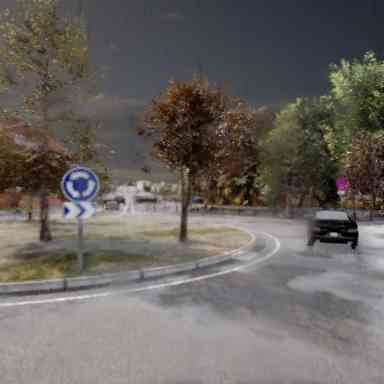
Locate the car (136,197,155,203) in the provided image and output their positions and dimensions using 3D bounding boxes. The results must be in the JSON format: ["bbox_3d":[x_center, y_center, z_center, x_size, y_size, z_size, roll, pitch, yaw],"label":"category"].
[{"bbox_3d":[-12.581,2.215,90.597,5.008,1.535,2.097,1,-1,-11],"label":"car"}]

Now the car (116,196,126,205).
[{"bbox_3d":[-15.695,1.801,72.759,2.150,2.045,5.566,1,-1,-10],"label":"car"}]

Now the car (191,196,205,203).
[{"bbox_3d":[1.306,2.124,84.742,4.553,1.767,2.185,1,0,-11],"label":"car"}]

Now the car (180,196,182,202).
[{"bbox_3d":[0.239,2.068,90.424,5.566,2.045,2.435,1,-1,-11],"label":"car"}]

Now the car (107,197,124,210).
[{"bbox_3d":[-11.104,1.832,46.895,2.033,1.411,5.357,1,-1,-9],"label":"car"}]

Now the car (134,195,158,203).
[{"bbox_3d":[-11.524,1.905,85.047,5.566,2.045,2.435,1,-1,-11],"label":"car"}]

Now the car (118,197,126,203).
[{"bbox_3d":[-18.383,2.071,87.479,2.128,1.511,4.902,1,-1,-10],"label":"car"}]

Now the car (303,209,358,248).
[{"bbox_3d":[6.181,1.498,15.161,1.882,1.535,5.008,1,0,17],"label":"car"}]
